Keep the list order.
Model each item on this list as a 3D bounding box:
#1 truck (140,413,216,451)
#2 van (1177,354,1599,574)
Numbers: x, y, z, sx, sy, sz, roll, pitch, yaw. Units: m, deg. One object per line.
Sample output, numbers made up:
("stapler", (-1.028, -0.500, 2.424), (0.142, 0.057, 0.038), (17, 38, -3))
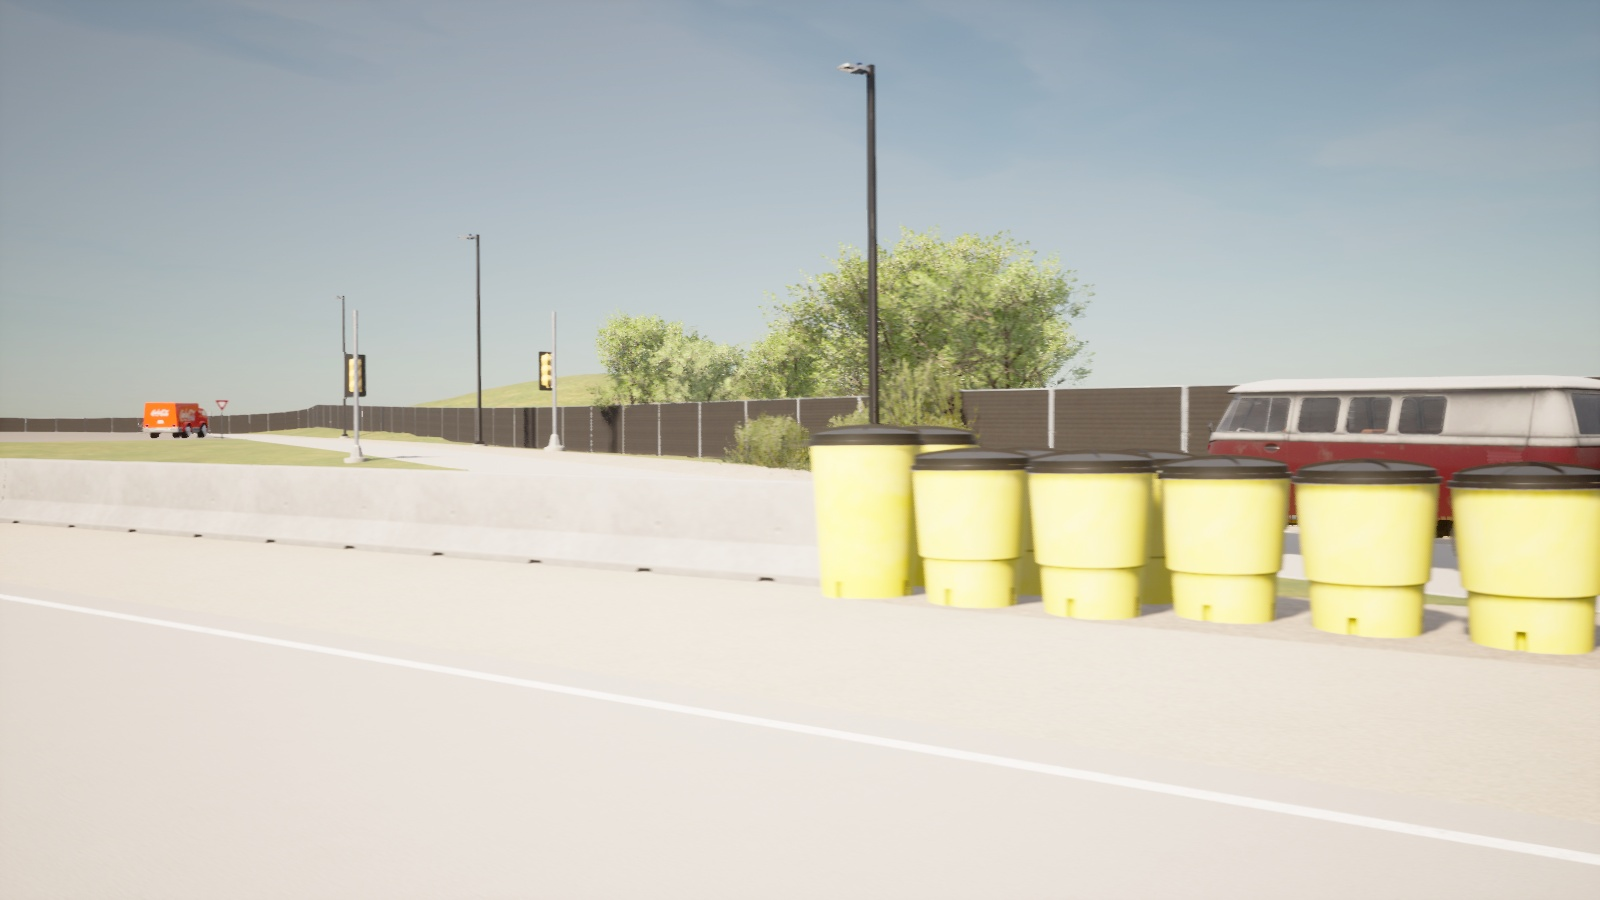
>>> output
("truck", (-43.318, -1.283, 87.632), (2.627, 2.467, 5.204), (-1, 1, 0))
("van", (6.512, 0.077, 13.689), (1.775, 1.987, 4.442), (-2, 2, -35))
